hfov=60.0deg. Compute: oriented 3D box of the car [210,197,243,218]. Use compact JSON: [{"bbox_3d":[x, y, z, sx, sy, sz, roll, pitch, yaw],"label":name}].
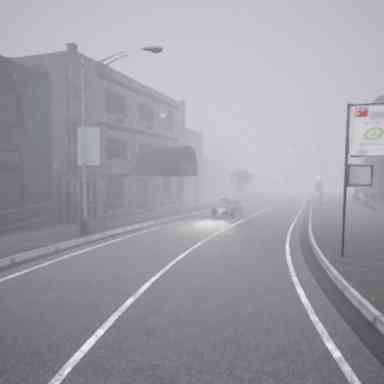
[{"bbox_3d":[2.931,1.201,27.056,2.128,1.511,4.902,2,1,20],"label":"car"}]
